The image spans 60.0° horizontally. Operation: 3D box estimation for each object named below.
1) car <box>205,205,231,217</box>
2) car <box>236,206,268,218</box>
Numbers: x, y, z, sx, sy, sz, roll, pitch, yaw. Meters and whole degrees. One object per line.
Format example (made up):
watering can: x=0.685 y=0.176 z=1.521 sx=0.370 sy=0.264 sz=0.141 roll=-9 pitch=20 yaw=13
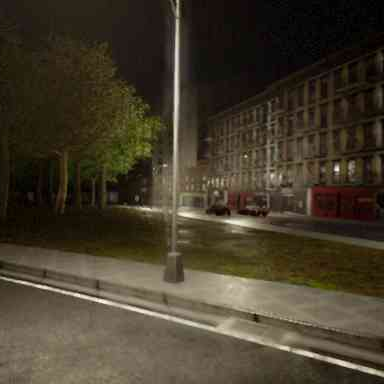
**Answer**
car: x=3.210 y=2.307 z=41.490 sx=1.812 sy=1.442 sz=4.674 roll=1 pitch=-1 yaw=-21
car: x=7.136 y=2.397 z=40.405 sx=1.895 sy=1.301 sz=4.718 roll=1 pitch=-1 yaw=-21
